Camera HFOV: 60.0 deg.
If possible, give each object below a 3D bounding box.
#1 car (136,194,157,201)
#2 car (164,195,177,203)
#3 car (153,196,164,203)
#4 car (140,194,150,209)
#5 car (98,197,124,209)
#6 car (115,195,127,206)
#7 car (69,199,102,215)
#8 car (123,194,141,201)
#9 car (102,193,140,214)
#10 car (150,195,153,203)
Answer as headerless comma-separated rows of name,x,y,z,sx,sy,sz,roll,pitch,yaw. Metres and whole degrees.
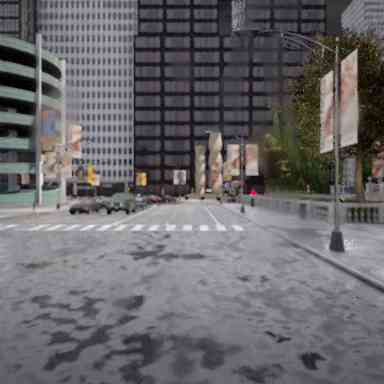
car,-10.231,1.224,74.130,2.033,1.411,5.357,0,0,-43
car,-4.670,1.278,65.558,1.837,1.490,4.892,0,0,-28
car,-7.410,1.382,63.249,1.895,1.301,4.718,0,0,-25
car,-7.007,1.376,43.390,1.812,1.442,4.674,0,0,1
car,-10.496,1.398,43.332,2.033,1.411,5.357,0,0,1
car,-11.344,1.321,53.352,1.837,1.490,4.892,0,0,-10
car,-10.529,1.432,33.257,2.033,1.411,5.357,0,0,0
car,-12.962,1.254,71.942,1.994,1.385,4.181,0,0,-43
car,-7.036,1.105,33.754,2.150,2.045,5.566,0,0,0
car,-7.898,1.361,54.008,2.033,1.411,5.357,0,0,-10
